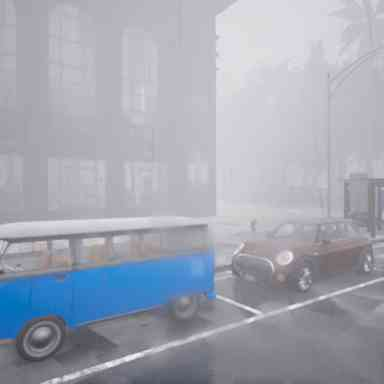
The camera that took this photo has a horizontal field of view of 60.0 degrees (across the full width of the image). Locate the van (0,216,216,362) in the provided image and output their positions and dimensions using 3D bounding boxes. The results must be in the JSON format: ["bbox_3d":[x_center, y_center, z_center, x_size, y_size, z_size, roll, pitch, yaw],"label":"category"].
[{"bbox_3d":[-1.469,1.340,5.602,3.998,1.788,1.690,0,0,-35],"label":"van"}]

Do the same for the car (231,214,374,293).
[{"bbox_3d":[2.952,1.436,8.750,4.097,1.590,1.967,0,0,-35],"label":"car"}]
